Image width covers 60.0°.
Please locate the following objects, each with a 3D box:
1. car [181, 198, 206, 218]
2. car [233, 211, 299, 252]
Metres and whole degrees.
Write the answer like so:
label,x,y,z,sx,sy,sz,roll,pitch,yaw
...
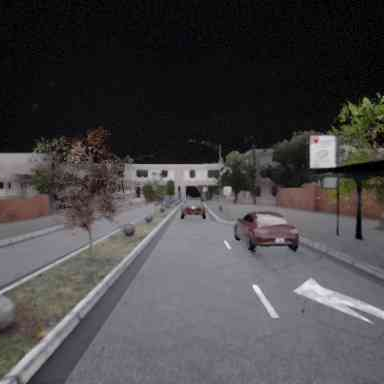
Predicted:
label,x,y,z,sx,sy,sz,roll,pitch,yaw
car,0.113,1.352,29.967,2.097,1.767,4.553,0,0,0
car,2.947,1.527,13.854,1.812,1.442,4.674,0,0,-3
